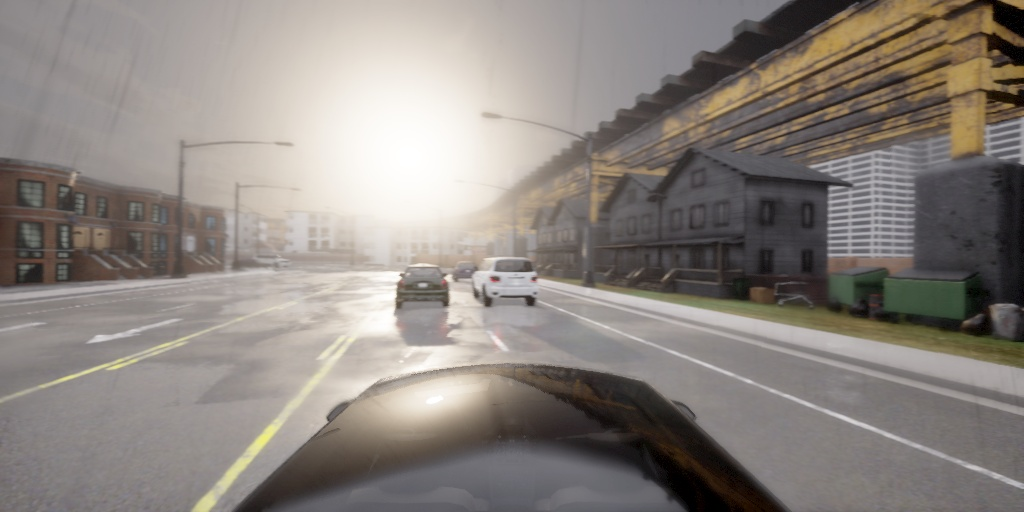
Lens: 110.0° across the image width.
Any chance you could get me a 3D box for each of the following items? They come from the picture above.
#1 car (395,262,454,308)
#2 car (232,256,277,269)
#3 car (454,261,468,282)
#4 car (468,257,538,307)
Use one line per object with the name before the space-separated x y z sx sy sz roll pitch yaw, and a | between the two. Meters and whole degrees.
car | -3.886 1.144 15.681 2.097 1.767 4.553 1 -1 -14
car | -37.884 1.120 52.314 5.357 1.411 2.033 1 0 8
car | -4.078 1.252 31.082 2.097 1.767 4.553 1 -1 -14
car | -0.473 1.065 16.459 2.150 2.045 5.566 1 0 -14
